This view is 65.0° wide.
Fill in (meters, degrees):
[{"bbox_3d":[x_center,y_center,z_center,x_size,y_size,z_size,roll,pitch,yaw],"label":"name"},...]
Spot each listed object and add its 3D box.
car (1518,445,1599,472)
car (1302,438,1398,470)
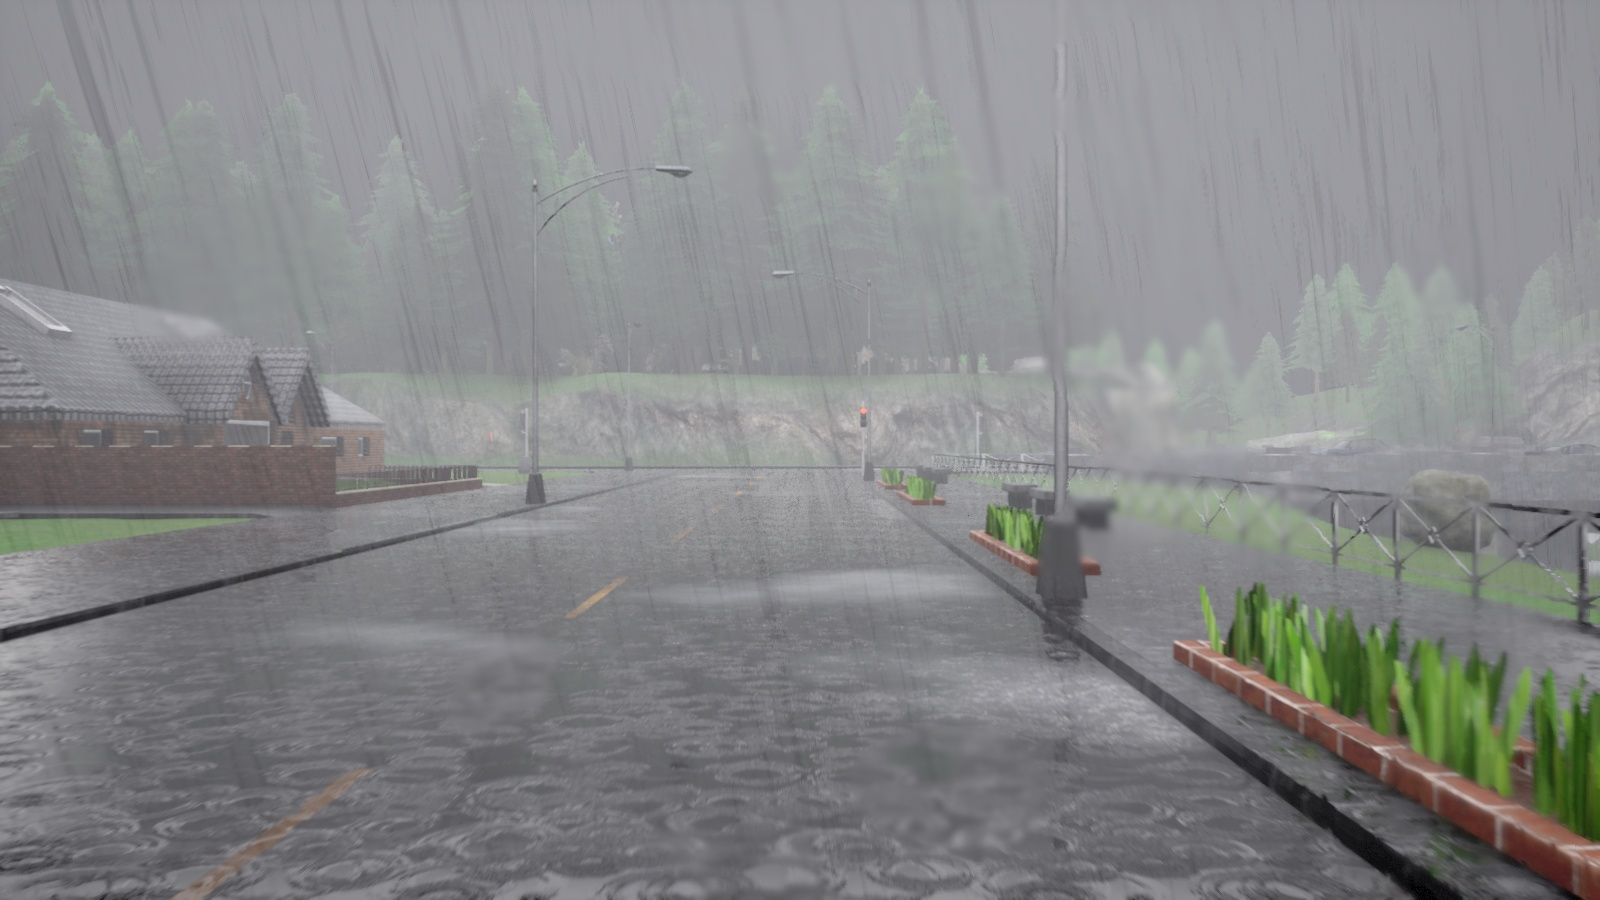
[{"bbox_3d":[41.845,0.448,67.440,5.357,1.411,2.033,0,0,0],"label":"car"},{"bbox_3d":[31.288,0.227,71.502,4.553,1.767,2.097,0,0,0],"label":"car"}]
